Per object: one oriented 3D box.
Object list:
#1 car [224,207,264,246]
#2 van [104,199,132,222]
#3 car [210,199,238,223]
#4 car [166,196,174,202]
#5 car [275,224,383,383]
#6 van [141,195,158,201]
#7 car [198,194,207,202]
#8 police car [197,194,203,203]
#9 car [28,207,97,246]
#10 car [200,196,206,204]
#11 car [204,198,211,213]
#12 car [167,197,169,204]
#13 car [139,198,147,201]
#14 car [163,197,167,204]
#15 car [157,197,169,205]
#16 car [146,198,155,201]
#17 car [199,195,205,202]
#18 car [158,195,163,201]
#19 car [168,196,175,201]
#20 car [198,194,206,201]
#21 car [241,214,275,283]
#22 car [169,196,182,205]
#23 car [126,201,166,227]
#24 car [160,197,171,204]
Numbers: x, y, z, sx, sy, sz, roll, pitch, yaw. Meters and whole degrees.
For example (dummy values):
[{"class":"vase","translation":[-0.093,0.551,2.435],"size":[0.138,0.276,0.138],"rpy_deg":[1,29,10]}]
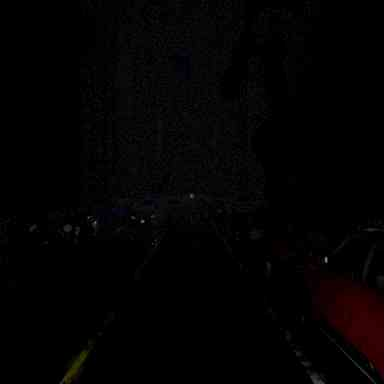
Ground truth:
[{"class":"car","translation":[2.762,1.606,15.205],"size":[1.947,1.339,4.313],"rpy_deg":[0,0,0]},{"class":"van","translation":[-5.763,1.412,26.472],"size":[1.690,1.788,3.998],"rpy_deg":[0,0,0]},{"class":"car","translation":[2.762,1.511,26.477],"size":[1.967,1.590,4.097],"rpy_deg":[0,0,0]},{"class":"car","translation":[-5.756,1.794,88.303],"size":[1.752,1.417,4.829],"rpy_deg":[0,0,0]},{"class":"car","translation":[2.759,1.326,3.933],"size":[2.192,1.841,5.009],"rpy_deg":[0,0,0]},{"class":"van","translation":[-5.761,1.462,43.381],"size":[1.690,1.788,3.998],"rpy_deg":[0,0,0]},{"class":"car","translation":[2.768,1.584,88.476],"size":[2.192,1.841,5.009],"rpy_deg":[0,0,0]},{"class":"police car","translation":[2.375,1.658,78.568],"size":[1.930,1.638,5.238],"rpy_deg":[0,0,0]},{"class":"car","translation":[-5.764,1.481,15.198],"size":[1.967,1.590,4.097],"rpy_deg":[0,0,0]},{"class":"car","translation":[2.766,1.737,54.659],"size":[1.802,1.307,4.206],"rpy_deg":[0,0,0]},{"class":"car","translation":[2.764,1.669,37.750],"size":[1.947,1.339,4.313],"rpy_deg":[0,0,0]},{"class":"car","translation":[-5.758,1.739,60.291],"size":[1.947,1.339,4.313],"rpy_deg":[0,0,0]},{"class":"car","translation":[-5.762,1.612,31.938],"size":[1.752,1.417,4.829],"rpy_deg":[0,0,0]},{"class":"car","translation":[-5.760,1.471,54.655],"size":[2.192,1.841,5.009],"rpy_deg":[0,0,0]},{"class":"car","translation":[-5.758,1.757,65.927],"size":[1.947,1.339,4.313],"rpy_deg":[0,0,0]},{"class":"car","translation":[-5.761,1.654,37.744],"size":[2.008,1.369,4.403],"rpy_deg":[0,0,0]},{"class":"car","translation":[2.767,1.772,65.931],"size":[1.802,1.307,4.206],"rpy_deg":[0,0,0]},{"class":"car","translation":[-5.760,1.578,49.017],"size":[1.967,1.590,4.097],"rpy_deg":[0,0,0]},{"class":"car","translation":[-5.755,1.874,94.110],"size":[1.802,1.307,4.206],"rpy_deg":[0,0,0]},{"class":"car","translation":[2.769,1.606,94.113],"size":[2.192,1.841,5.009],"rpy_deg":[0,0,0]},{"class":"car","translation":[2.761,1.570,9.569],"size":[1.887,1.381,4.507],"rpy_deg":[0,0,0]},{"class":"car","translation":[-3.015,1.747,63.855],"size":[1.994,1.385,4.181],"rpy_deg":[0,0,1]},{"class":"car","translation":[-3.097,1.588,23.206],"size":[1.812,1.442,4.674],"rpy_deg":[0,0,0]},{"class":"car","translation":[-5.757,1.760,71.563],"size":[2.008,1.369,4.403],"rpy_deg":[0,0,0]}]
